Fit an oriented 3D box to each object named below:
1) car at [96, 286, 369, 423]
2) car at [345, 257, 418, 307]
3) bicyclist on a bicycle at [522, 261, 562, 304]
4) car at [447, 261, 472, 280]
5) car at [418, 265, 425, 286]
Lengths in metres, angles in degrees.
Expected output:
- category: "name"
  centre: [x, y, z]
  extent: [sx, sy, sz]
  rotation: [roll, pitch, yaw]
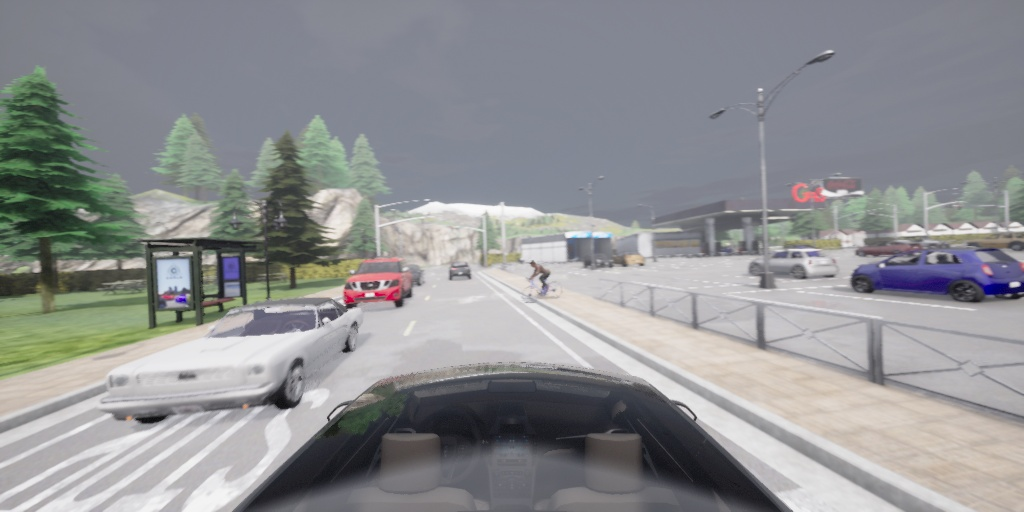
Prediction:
- category: "car"
  centre: [-4.159, 1.493, 6.373]
  extent: [1.895, 1.301, 4.718]
  rotation: [-2, 0, -9]
- category: "car"
  centre: [-5.821, 1.114, 16.248]
  extent: [2.150, 2.045, 5.566]
  rotation: [-2, 0, -9]
- category: "bicyclist on a bicycle"
  centre: [1.081, 0.963, 13.855]
  extent: [1.656, 1.620, 0.582]
  rotation: [-11, 2, -9]
- category: "car"
  centre: [-4.594, 1.222, 31.453]
  extent: [2.128, 1.511, 4.902]
  rotation: [-2, 0, -10]
- category: "car"
  centre: [-7.467, 1.396, 26.308]
  extent: [1.837, 1.490, 4.892]
  rotation: [-2, 0, -9]
